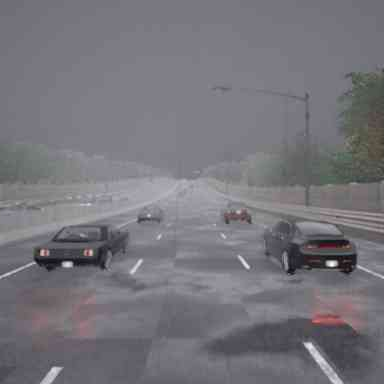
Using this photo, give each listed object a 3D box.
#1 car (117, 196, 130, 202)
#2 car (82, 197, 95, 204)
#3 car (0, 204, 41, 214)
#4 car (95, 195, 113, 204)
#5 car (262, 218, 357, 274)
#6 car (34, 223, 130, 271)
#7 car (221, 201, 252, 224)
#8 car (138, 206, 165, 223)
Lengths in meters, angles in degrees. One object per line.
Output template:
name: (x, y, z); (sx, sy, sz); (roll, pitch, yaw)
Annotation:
car: (-14.009, 1.633, 68.163); (1.837, 1.490, 4.892); (0, 1, 0)
car: (-21.009, 1.685, 68.163); (1.994, 1.385, 4.181); (0, 1, 0)
car: (-14.100, 1.770, 27.247); (2.128, 1.511, 4.902); (0, -1, 0)
car: (-17.509, 1.495, 67.774); (2.097, 1.767, 4.553); (0, 1, 0)
car: (3.594, 1.620, 10.966); (1.837, 1.490, 4.892); (0, -1, 0)
car: (-3.405, 1.720, 11.335); (1.895, 1.301, 4.718); (0, -1, 0)
car: (3.592, 1.636, 27.706); (2.097, 1.767, 4.553); (0, -1, 0)
car: (-3.407, 1.856, 28.513); (1.994, 1.385, 4.181); (0, -1, 0)
